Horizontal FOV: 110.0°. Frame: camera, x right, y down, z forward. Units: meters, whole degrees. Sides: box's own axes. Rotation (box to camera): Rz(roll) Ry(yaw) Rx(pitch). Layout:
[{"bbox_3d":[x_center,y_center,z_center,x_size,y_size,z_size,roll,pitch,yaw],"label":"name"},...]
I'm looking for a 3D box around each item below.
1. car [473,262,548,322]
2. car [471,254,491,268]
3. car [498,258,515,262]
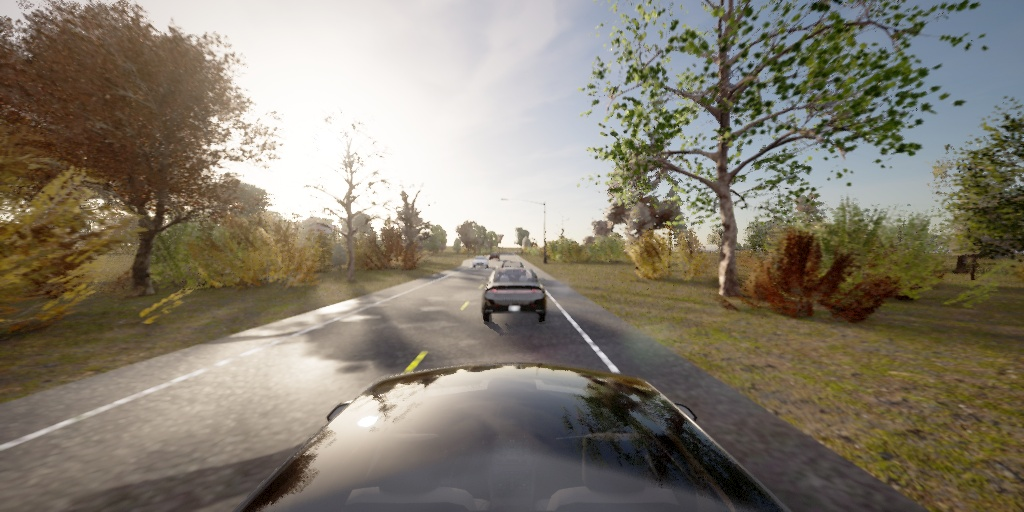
[{"bbox_3d":[0.068,1.120,11.685,2.128,1.511,4.902,0,1,0],"label":"car"},{"bbox_3d":[-3.840,0.748,44.290,1.812,1.442,4.674,0,1,-2],"label":"car"},{"bbox_3d":[0.020,1.046,26.936,1.895,1.301,4.718,0,1,0],"label":"car"}]
